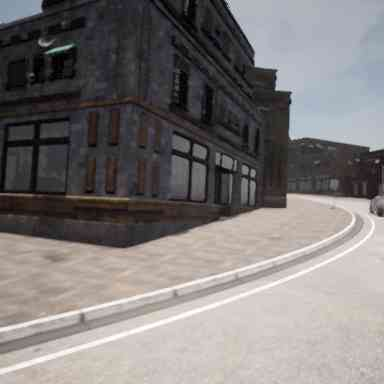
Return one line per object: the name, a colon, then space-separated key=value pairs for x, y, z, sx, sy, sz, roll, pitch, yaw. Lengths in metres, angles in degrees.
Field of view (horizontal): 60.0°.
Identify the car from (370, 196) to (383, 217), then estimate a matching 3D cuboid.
car: x=15.009 y=1.063 z=25.552 sx=2.128 sy=1.511 sz=4.902 roll=2 pitch=2 yaw=19
